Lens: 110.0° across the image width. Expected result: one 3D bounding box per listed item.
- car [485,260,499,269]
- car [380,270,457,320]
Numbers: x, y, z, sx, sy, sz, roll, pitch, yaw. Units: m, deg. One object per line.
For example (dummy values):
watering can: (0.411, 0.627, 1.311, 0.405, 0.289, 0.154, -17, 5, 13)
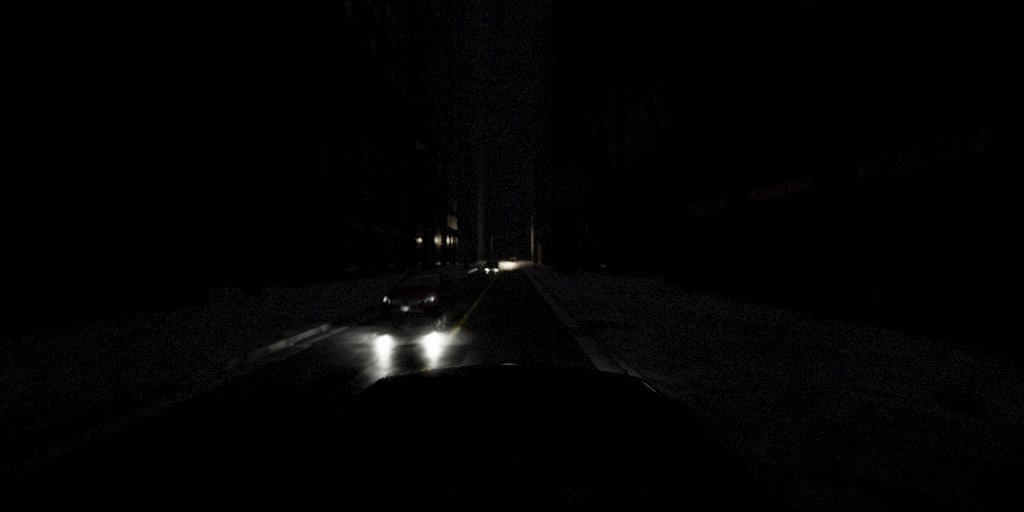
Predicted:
car: (-3.055, 1.258, 54.962, 1.994, 1.385, 4.181, 0, 0, 1)
car: (-3.100, 1.261, 12.768, 1.812, 1.442, 4.674, 0, 0, 0)
